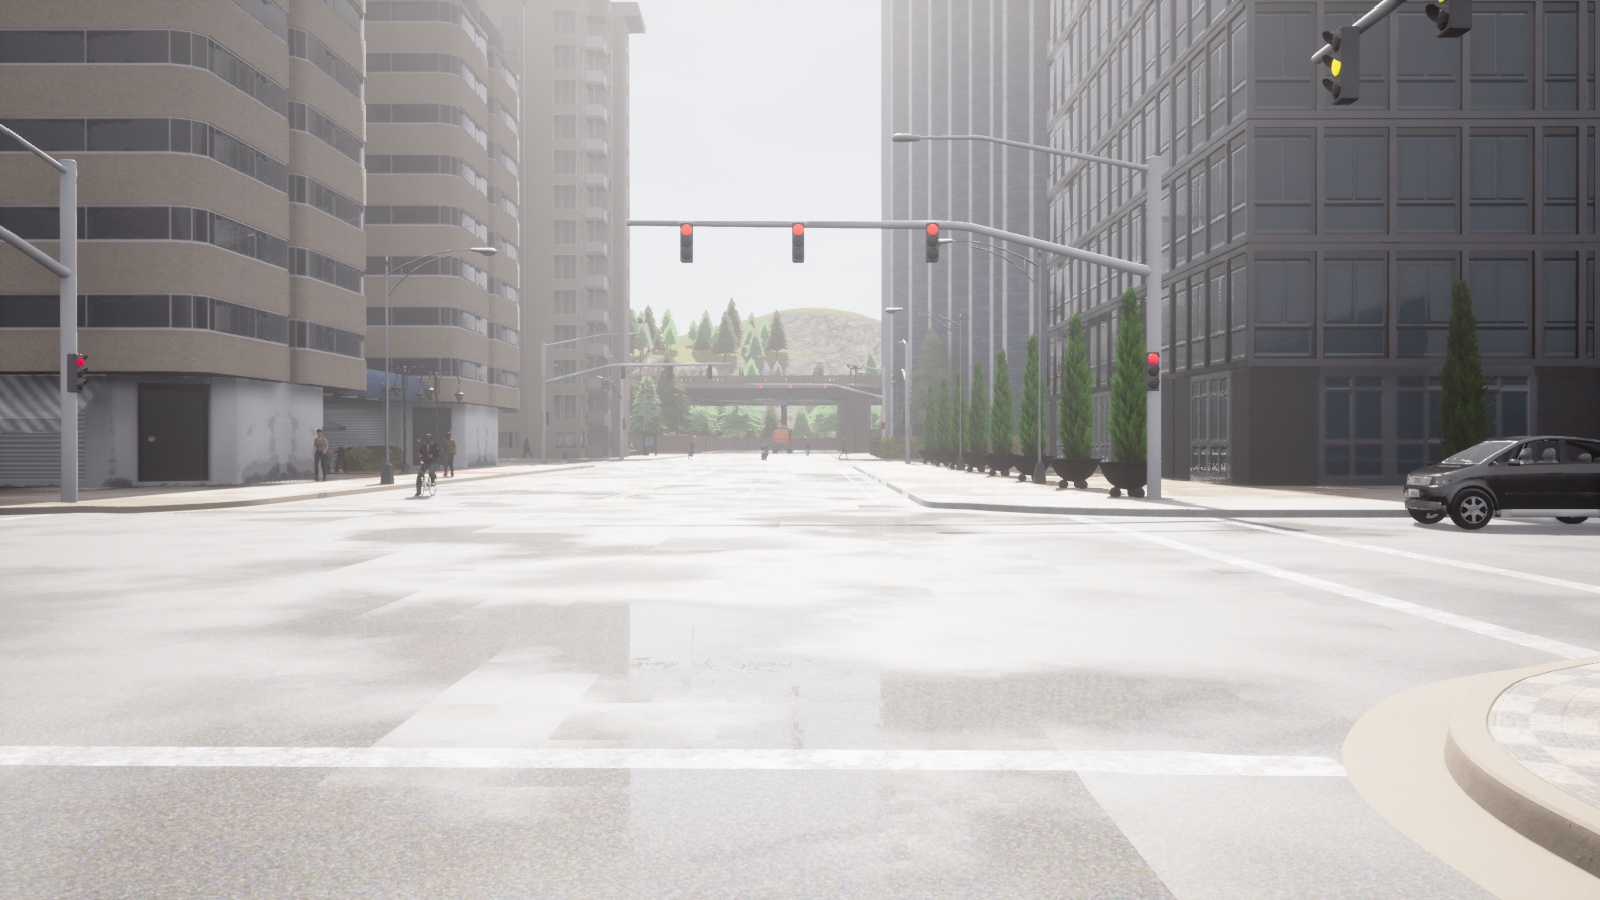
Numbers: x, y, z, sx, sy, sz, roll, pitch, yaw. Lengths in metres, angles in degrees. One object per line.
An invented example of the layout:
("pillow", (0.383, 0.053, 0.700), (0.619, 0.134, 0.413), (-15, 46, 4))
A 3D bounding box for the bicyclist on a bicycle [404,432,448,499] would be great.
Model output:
("bicyclist on a bicycle", (-10.291, 0.413, 34.589), (0.659, 1.776, 1.843), (0, 0, 0))

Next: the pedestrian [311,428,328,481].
("pedestrian", (-16.832, 0.143, 43.992), (0.345, 1.836, 0.594), (0, 0, 0))

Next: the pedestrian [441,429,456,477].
("pedestrian", (-13.732, 0.112, 49.021), (0.370, 1.835, 0.726), (0, 0, 1))

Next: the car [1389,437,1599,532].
("car", (12.269, 0.559, 21.319), (3.705, 1.549, 1.789), (0, 0, 1))
